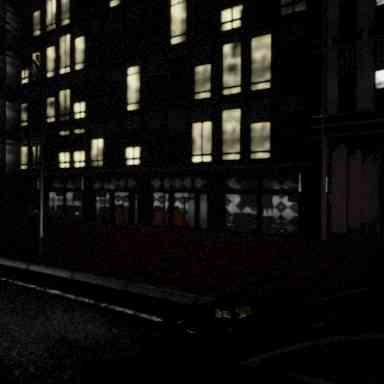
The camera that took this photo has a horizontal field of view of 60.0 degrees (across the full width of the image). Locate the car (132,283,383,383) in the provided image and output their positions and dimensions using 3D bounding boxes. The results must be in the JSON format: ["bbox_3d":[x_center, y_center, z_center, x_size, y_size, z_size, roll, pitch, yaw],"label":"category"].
[{"bbox_3d":[1.655,1.486,2.428,4.902,1.511,2.128,-1,0,36],"label":"car"}]
